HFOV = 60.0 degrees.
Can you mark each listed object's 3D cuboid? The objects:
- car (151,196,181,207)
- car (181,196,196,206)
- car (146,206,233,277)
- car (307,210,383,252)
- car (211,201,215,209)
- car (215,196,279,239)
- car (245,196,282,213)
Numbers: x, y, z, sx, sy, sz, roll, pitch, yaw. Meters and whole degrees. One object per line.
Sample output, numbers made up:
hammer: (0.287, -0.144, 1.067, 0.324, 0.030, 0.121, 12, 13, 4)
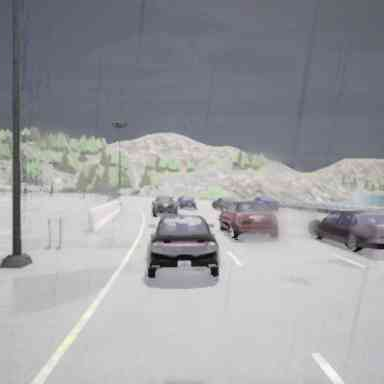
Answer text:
car: (-2.492, 1.125, 29.335, 2.097, 1.767, 4.553, 0, 0, -9)
car: (-0.760, 1.220, 38.899, 1.812, 1.442, 4.674, 0, 0, -12)
car: (-0.309, 1.412, 10.040, 2.128, 1.511, 4.902, 0, 0, -3)
car: (6.481, 1.431, 13.234, 2.033, 1.411, 5.357, 0, 0, -4)
car: (3.508, 1.260, 35.682, 2.033, 1.411, 5.357, 0, 0, -11)
car: (2.666, 1.214, 16.618, 2.097, 1.767, 4.553, 0, 0, -5)
car: (7.271, 1.193, 34.420, 1.882, 1.535, 5.008, 0, 0, -10)
